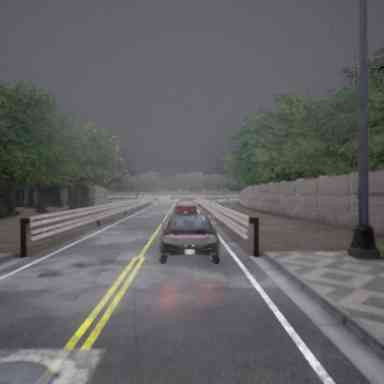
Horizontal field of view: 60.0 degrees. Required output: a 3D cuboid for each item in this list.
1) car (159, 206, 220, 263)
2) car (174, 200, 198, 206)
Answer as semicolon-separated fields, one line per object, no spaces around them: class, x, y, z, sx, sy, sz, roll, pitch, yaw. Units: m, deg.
car;-0.102;1.477;11.860;2.128;1.511;4.902;0;0;-1
car;-0.531;1.440;28.755;1.882;1.535;5.008;0;0;-1
